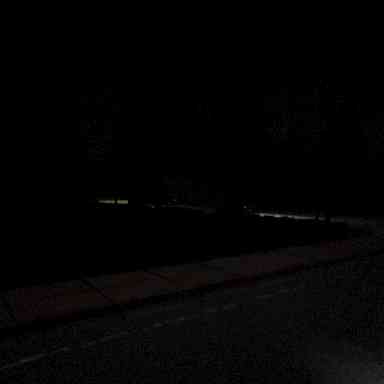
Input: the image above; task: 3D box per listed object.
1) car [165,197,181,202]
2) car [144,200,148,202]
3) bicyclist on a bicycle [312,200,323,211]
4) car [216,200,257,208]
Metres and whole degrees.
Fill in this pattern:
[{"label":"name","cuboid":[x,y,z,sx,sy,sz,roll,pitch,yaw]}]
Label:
[{"label":"car","cuboid":[-3.597,1.450,53.288,2.128,1.511,4.902,0,0,-34]},{"label":"car","cuboid":[-7.795,1.438,53.091,1.882,1.535,5.008,0,0,-34]},{"label":"bicyclist on a bicycle","cuboid":[13.225,1.334,35.042,1.656,1.620,0.582,22,-28,-26]},{"label":"car","cuboid":[4.592,1.554,34.837,1.895,1.301,4.718,0,0,-34]}]
